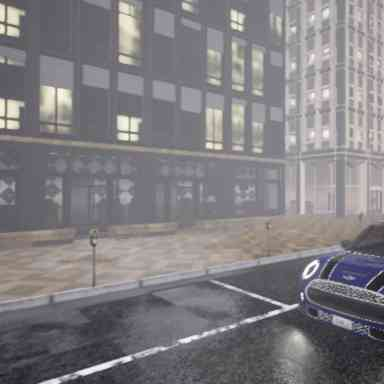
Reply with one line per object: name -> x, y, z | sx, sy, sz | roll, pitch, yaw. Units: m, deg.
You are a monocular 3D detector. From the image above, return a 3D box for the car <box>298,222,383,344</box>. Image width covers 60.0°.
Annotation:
car -> 4.073, 1.353, 6.269 | 4.553, 1.767, 2.097 | 0, 0, -35
